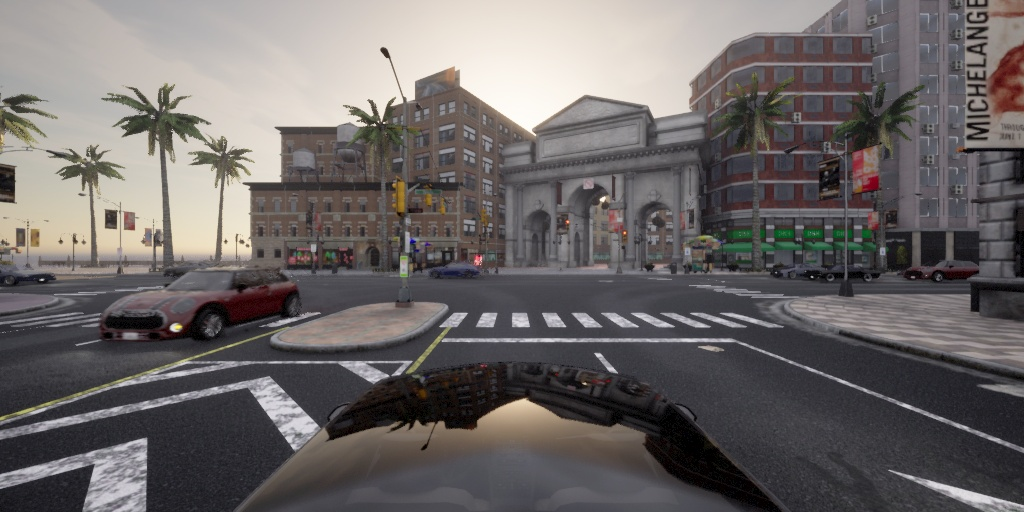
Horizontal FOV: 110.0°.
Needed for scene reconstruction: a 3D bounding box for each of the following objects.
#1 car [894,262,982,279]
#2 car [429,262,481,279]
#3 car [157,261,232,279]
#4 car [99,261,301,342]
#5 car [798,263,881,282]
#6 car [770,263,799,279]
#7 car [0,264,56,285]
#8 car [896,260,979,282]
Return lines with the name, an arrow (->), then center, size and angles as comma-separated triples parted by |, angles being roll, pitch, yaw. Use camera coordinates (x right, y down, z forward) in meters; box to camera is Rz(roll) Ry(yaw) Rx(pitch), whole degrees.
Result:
car -> 37.719, 1.297, 31.868 | 5.357, 1.411, 2.033 | 0, 0, 1
car -> -5.133, 1.275, 32.288 | 4.674, 1.442, 1.812 | 0, 0, 0
car -> -28.644, 1.241, 32.464 | 4.902, 1.511, 2.128 | 0, 0, 0
car -> -8.005, 1.102, 9.825 | 2.097, 1.767, 4.553 | 0, 0, 2
car -> 26.107, 1.351, 28.541 | 4.718, 1.301, 1.895 | 0, 0, 1
car -> 25.592, 1.314, 32.029 | 4.181, 1.385, 1.994 | 0, 0, 1
car -> -35.827, 1.297, 25.325 | 5.357, 1.411, 2.033 | 0, 0, 0
car -> 34.063, 1.102, 28.387 | 4.553, 1.767, 2.097 | 0, 0, 2
